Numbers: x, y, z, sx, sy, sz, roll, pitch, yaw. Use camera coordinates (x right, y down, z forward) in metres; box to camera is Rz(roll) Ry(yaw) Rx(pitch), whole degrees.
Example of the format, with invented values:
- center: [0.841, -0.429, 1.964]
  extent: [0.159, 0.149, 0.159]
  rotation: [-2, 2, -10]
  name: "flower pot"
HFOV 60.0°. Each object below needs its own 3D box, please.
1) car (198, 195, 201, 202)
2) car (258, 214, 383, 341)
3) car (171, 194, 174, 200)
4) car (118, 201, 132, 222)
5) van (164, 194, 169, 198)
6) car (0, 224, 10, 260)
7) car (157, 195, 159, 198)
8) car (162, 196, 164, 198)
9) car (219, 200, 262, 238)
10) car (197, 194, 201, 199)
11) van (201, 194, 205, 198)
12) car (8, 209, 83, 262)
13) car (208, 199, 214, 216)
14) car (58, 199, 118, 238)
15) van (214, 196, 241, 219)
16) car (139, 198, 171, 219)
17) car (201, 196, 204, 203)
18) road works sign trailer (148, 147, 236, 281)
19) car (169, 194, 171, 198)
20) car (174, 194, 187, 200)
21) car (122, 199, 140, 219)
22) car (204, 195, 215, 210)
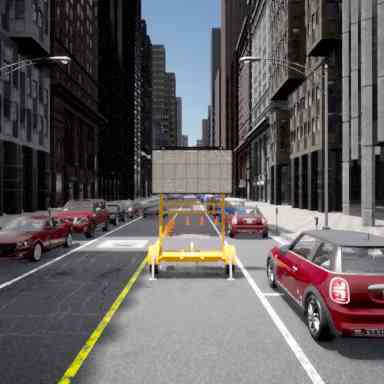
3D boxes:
- center: [2.680, 1.572, 62.873]
  extent: [1.947, 1.339, 4.313]
  rotation: [0, 0, 0]
  name: "car"
- center: [2.755, 1.441, 6.505]
  extent: [1.967, 1.590, 4.097]
  rotation: [0, 0, 0]
  name: "car"
- center: [-5.882, 1.332, 91.031]
  extent: [2.192, 1.841, 5.009]
  rotation: [0, 0, 0]
  name: "car"
- center: [-5.792, 1.568, 23.395]
  extent: [1.947, 1.339, 4.313]
  rotation: [0, 0, 0]
  name: "car"
- center: [-5.844, 1.347, 62.849]
  extent: [1.690, 1.788, 3.998]
  rotation: [0, 0, 0]
  name: "van"
- center: [-5.770, 1.566, 6.486]
  extent: [1.947, 1.339, 4.313]
  rotation: [0, 0, 0]
  name: "car"
- center: [-5.822, 1.529, 45.770]
  extent: [1.752, 1.417, 4.829]
  rotation: [0, 0, 0]
  name: "car"
- center: [-5.829, 1.445, 51.576]
  extent: [1.967, 1.590, 4.097]
  rotation: [0, 0, 0]
  name: "car"
- center: [2.740, 1.441, 17.779]
  extent: [1.967, 1.590, 4.097]
  rotation: [0, 0, 0]
  name: "car"
- center: [2.665, 1.553, 74.146]
  extent: [1.887, 1.381, 4.507]
  rotation: [0, 0, 0]
  name: "car"
- center: [2.696, 1.346, 51.600]
  extent: [1.690, 1.788, 3.998]
  rotation: [0, 0, 0]
  name: "van"
- center: [-5.777, 1.546, 12.122]
  extent: [1.887, 1.381, 4.507]
  rotation: [0, 0, 0]
  name: "car"
- center: [2.725, 1.547, 29.052]
  extent: [1.887, 1.381, 4.507]
  rotation: [0, 0, 0]
  name: "car"
- center: [-5.784, 1.316, 17.758]
  extent: [2.192, 1.841, 5.009]
  rotation: [0, 0, 0]
  name: "car"
- center: [2.733, 1.343, 23.416]
  extent: [1.690, 1.788, 3.998]
  rotation: [0, 0, 0]
  name: "van"
- center: [-3.139, 1.507, 29.185]
  extent: [1.837, 1.490, 4.892]
  rotation: [0, 0, 0]
  name: "car"
- center: [2.703, 1.570, 45.963]
  extent: [1.947, 1.339, 4.313]
  rotation: [0, 0, 0]
  name: "car"
- center: [0.001, 0.465, 9.865]
  extent: [2.380, 3.560, 2.880]
  rotation: [0, 0, 0]
  name: "road works sign trailer"
- center: [-5.852, 1.533, 68.315]
  extent: [1.752, 1.417, 4.829]
  rotation: [0, 0, 0]
  name: "car"
- center: [-3.120, 1.583, 89.762]
  extent: [1.994, 1.385, 4.181]
  rotation: [0, 0, 0]
  name: "car"
- center: [-5.799, 1.442, 29.032]
  extent: [1.967, 1.590, 4.097]
  rotation: [0, 0, 0]
  name: "car"
- center: [2.719, 1.318, 34.690]
  extent: [2.192, 1.841, 5.009]
  rotation: [0, 0, 0]
  name: "car"
